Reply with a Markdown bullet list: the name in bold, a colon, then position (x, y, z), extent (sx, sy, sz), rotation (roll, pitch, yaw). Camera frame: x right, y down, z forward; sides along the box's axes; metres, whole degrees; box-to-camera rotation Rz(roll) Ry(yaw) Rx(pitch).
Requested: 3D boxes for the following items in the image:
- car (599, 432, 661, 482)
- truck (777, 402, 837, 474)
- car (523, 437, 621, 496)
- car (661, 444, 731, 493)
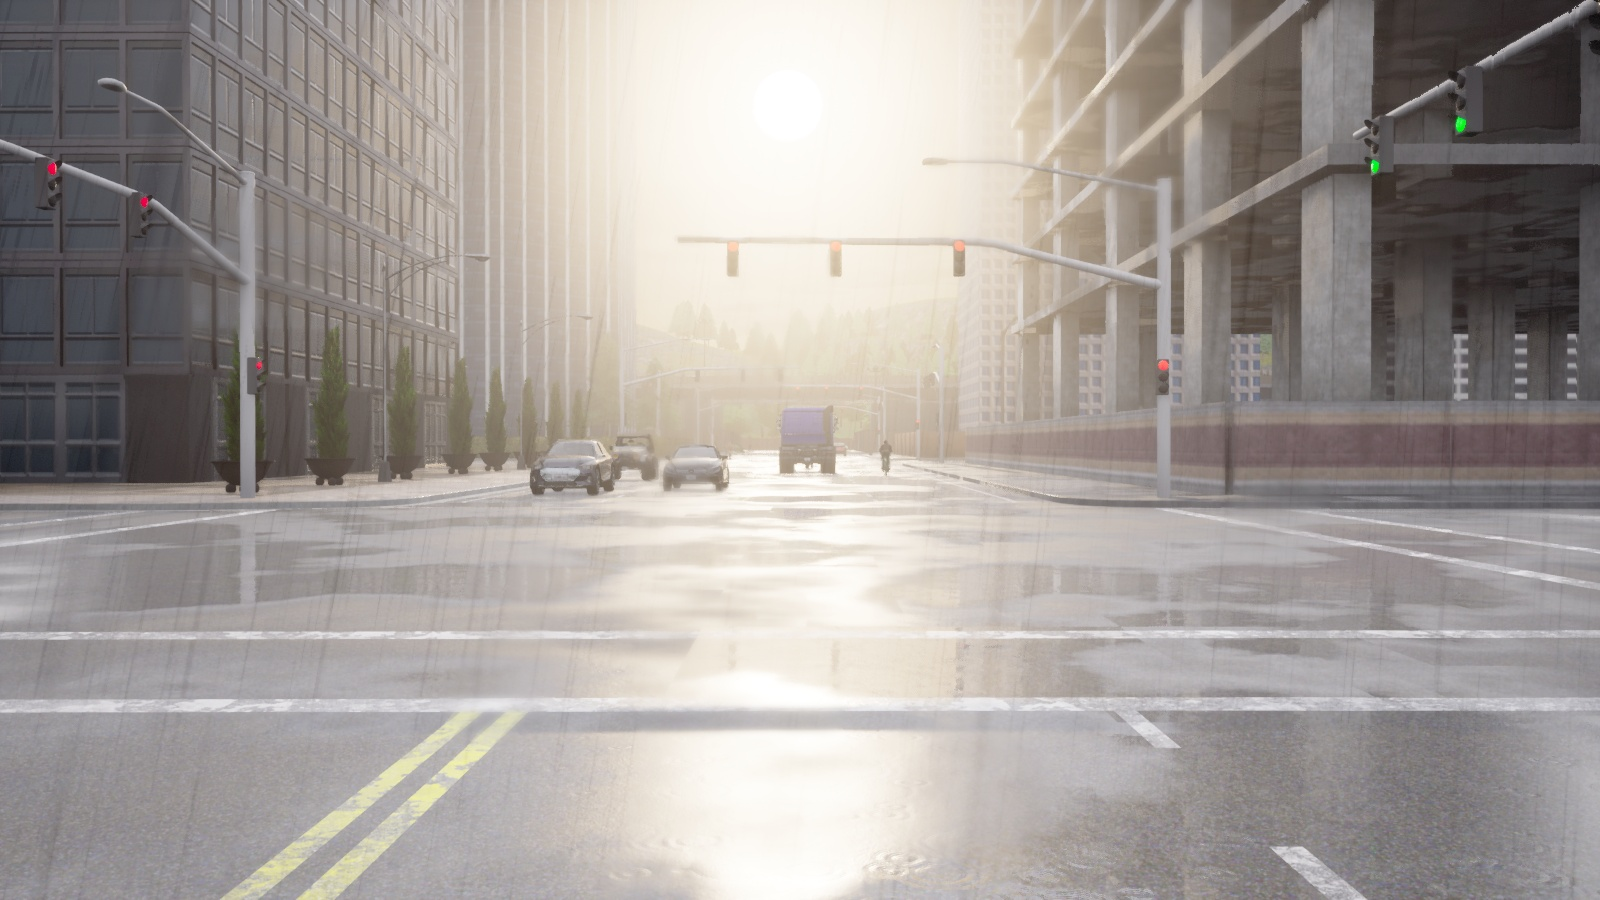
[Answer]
- **car**: position (-6.707, 0.255, 49.916), extent (1.905, 1.878, 3.866), rotation (0, 0, 0)
- **truck**: position (0.375, -0.600, 64.410), extent (2.891, 3.462, 7.936), rotation (0, 0, 0)
- **car**: position (-6.774, 0.457, 37.851), extent (2.033, 1.649, 4.856), rotation (0, 0, 0)
- **car**: position (-3.261, 0.543, 40.083), extent (1.812, 1.442, 4.674), rotation (0, 0, 0)
